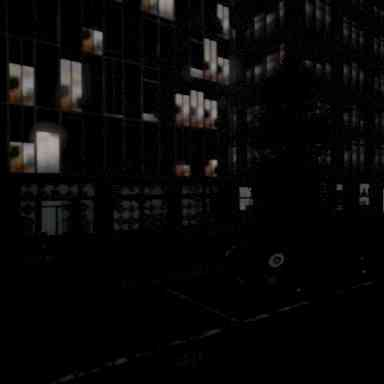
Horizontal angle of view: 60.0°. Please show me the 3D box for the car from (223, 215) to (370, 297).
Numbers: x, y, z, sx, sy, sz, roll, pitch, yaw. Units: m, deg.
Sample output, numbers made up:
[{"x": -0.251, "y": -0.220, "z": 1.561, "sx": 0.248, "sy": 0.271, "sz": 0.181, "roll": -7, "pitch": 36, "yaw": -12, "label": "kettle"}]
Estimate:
[{"x": 2.707, "y": 1.438, "z": 8.498, "sx": 4.097, "sy": 1.590, "sz": 1.967, "roll": 0, "pitch": -1, "yaw": -35, "label": "car"}]
